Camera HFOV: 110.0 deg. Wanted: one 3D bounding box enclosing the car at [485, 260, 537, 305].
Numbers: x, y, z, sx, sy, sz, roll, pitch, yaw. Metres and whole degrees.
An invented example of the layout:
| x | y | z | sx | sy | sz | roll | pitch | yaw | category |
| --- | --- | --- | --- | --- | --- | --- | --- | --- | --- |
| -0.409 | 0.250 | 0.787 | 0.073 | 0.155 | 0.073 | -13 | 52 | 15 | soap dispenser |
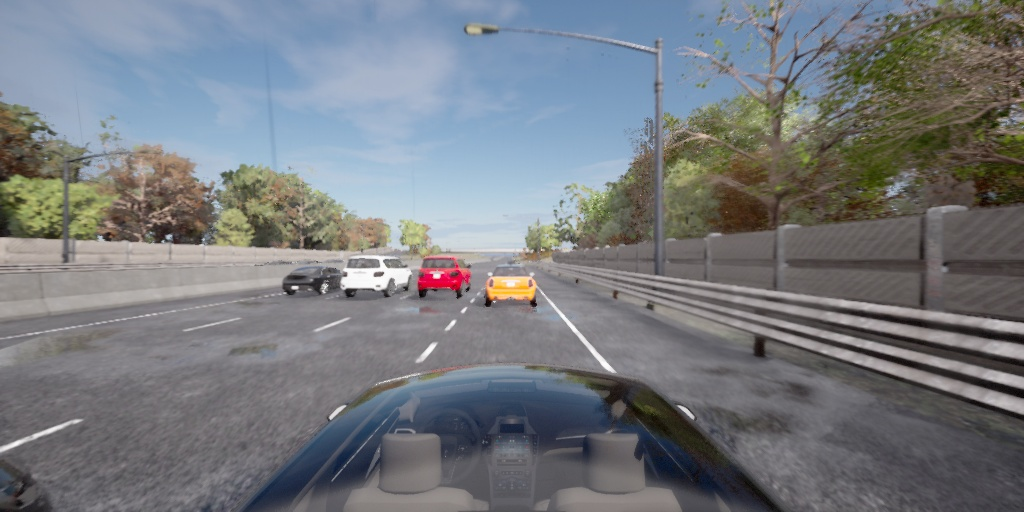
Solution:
| x | y | z | sx | sy | sz | roll | pitch | yaw | category |
| --- | --- | --- | --- | --- | --- | --- | --- | --- | --- |
| -0.050 | 1.147 | 16.334 | 2.097 | 1.767 | 4.553 | 0 | 0 | 0 | car |

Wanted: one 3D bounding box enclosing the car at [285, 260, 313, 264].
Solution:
| x | y | z | sx | sy | sz | roll | pitch | yaw | category |
| --- | --- | --- | --- | --- | --- | --- | --- | --- | --- |
| -28.203 | 1.344 | 48.977 | 1.882 | 1.535 | 5.008 | 0 | 0 | 0 | car |

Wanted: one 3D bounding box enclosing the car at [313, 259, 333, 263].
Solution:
| x | y | z | sx | sy | sz | roll | pitch | yaw | category |
| --- | --- | --- | --- | --- | --- | --- | --- | --- | --- |
| -24.709 | 1.227 | 49.235 | 2.097 | 1.767 | 4.553 | 0 | 0 | 0 | car |

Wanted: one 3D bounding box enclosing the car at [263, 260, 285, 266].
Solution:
| x | y | z | sx | sy | sz | roll | pitch | yaw | category |
| --- | --- | --- | --- | --- | --- | --- | --- | --- | --- |
| -31.701 | 1.361 | 48.763 | 1.837 | 1.490 | 4.892 | 0 | 0 | 0 | car |

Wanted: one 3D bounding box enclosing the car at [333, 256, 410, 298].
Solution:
| x | y | z | sx | sy | sz | roll | pitch | yaw | category |
| --- | --- | --- | --- | --- | --- | --- | --- | --- | --- |
| -6.962 | 1.010 | 19.071 | 2.150 | 2.045 | 5.566 | 0 | 0 | 0 | car |

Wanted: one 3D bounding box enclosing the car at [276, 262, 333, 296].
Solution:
| x | y | z | sx | sy | sz | roll | pitch | yaw | category |
| --- | --- | --- | --- | --- | --- | --- | --- | --- | --- |
| -10.462 | 1.288 | 19.691 | 1.837 | 1.490 | 4.892 | 0 | 0 | 0 | car |

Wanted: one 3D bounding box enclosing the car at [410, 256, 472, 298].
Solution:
| x | y | z | sx | sy | sz | roll | pitch | yaw | category |
| --- | --- | --- | --- | --- | --- | --- | --- | --- | --- |
| -3.462 | 1.018 | 19.144 | 2.150 | 2.045 | 5.566 | 0 | 0 | 0 | car |
